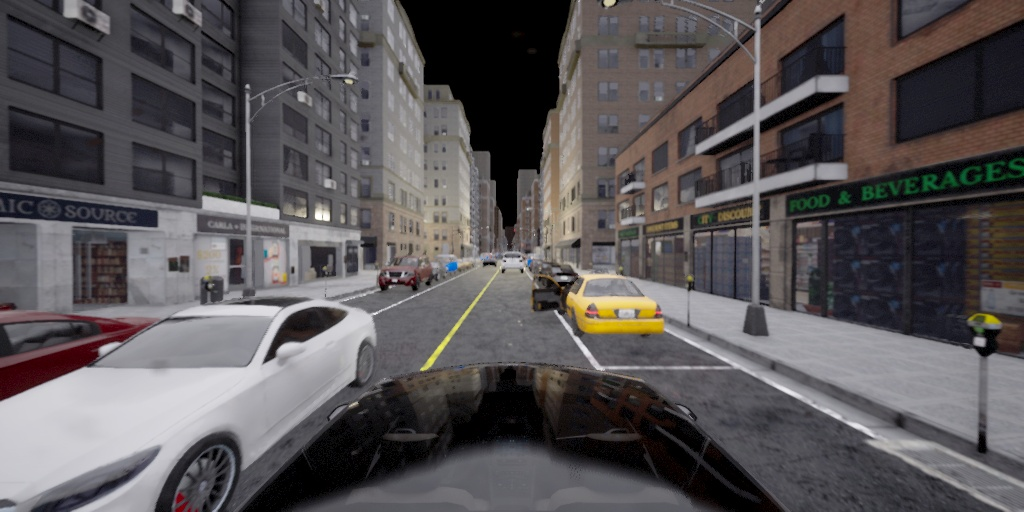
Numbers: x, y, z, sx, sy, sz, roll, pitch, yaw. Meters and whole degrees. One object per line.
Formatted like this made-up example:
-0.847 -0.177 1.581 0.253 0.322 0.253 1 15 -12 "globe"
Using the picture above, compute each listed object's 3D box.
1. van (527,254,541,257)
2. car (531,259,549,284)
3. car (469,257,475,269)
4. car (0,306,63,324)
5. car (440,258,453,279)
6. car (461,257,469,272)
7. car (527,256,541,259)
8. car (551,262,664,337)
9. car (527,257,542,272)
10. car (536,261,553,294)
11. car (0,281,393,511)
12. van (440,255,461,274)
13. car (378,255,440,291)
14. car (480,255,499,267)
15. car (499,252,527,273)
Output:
2.665 0.671 43.096 1.690 1.789 3.998 0 0 0 "van"
2.666 1.073 26.087 1.948 1.339 4.313 0 0 0 "car"
-5.860 0.856 42.910 1.751 1.417 4.829 0 0 0 "car"
-5.857 1.278 3.401 1.888 1.381 4.507 0 0 0 "car"
-5.859 1.058 26.073 2.007 1.370 4.403 0 0 0 "car"
-5.860 0.917 37.241 1.751 1.417 4.829 0 0 0 "car"
2.665 0.973 37.426 1.802 1.307 4.207 0 0 0 "car"
2.350 1.125 9.904 1.801 1.575 5.366 0 1 0 "car"
2.666 1.001 31.756 2.007 1.370 4.403 0 0 0 "car"
2.667 1.129 20.419 1.948 1.339 4.313 0 0 0 "car"
-3.089 1.252 4.112 1.812 1.442 4.674 0 1 0 "car"
-5.860 0.791 31.741 1.690 1.789 3.998 0 0 0 "van"
-5.859 0.878 20.406 2.192 1.841 5.009 0 0 0 "car"
-3.004 0.878 49.051 1.895 1.301 4.718 0 1 0 "car"
0.063 0.623 36.456 2.150 2.045 5.566 0 1 0 "car"
